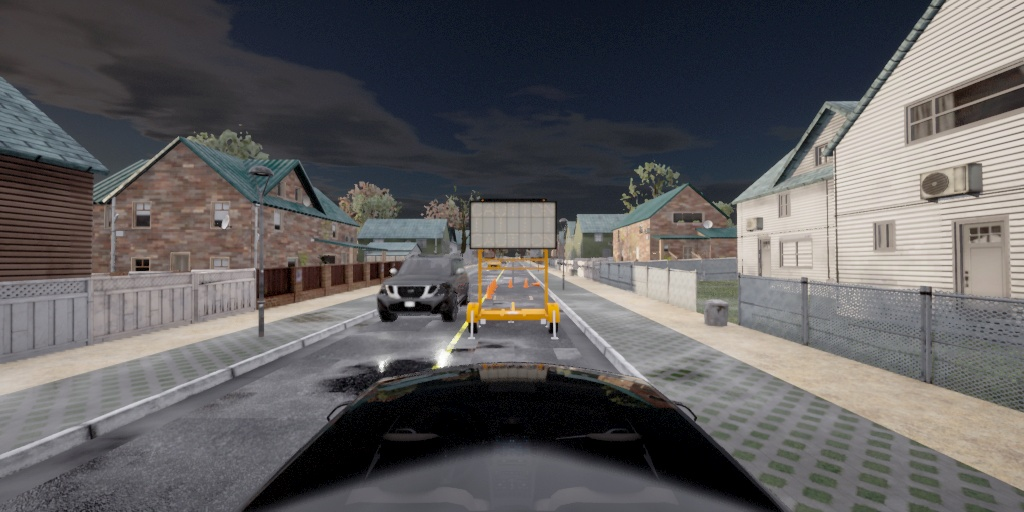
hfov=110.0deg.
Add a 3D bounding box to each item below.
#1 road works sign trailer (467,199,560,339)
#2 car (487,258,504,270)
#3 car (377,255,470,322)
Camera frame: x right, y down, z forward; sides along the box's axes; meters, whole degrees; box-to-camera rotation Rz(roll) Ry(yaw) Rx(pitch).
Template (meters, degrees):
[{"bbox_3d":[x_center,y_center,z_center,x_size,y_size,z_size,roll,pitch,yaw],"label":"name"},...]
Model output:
[{"bbox_3d":[0.032,0.217,10.018,2.380,3.560,2.880,0,0,0],"label":"road works sign trailer"},{"bbox_3d":[-2.665,1.228,53.870,1.882,1.535,5.008,0,0,0],"label":"car"},{"bbox_3d":[-2.810,0.975,12.643,2.150,2.045,5.566,0,0,0],"label":"car"}]
